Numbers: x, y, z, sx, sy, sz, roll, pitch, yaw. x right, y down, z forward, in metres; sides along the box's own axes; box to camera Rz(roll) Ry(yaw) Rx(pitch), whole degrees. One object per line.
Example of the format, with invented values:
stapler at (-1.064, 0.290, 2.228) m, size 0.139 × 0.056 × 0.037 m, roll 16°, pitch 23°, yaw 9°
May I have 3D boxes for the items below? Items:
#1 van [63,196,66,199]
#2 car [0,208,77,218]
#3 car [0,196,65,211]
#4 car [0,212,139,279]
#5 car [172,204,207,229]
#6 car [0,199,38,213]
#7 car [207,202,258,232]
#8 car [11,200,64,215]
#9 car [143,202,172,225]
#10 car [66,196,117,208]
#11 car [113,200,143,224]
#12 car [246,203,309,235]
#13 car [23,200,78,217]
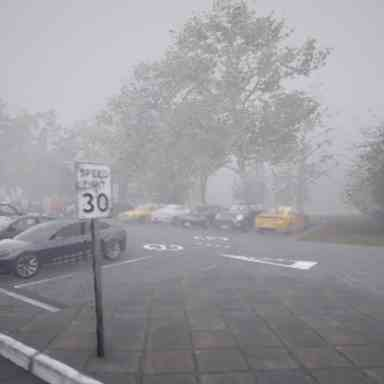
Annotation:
van at (-12.353, 1.374, 33.153) m, size 1.878 × 1.987 × 4.442 m, roll 0°, pitch 0°, yaw 36°
car at (-6.564, 1.624, 12.645) m, size 2.097 × 1.535 × 5.008 m, roll 0°, pitch 0°, yaw 36°
car at (-8.796, 1.370, 14.295) m, size 2.435 × 2.045 × 5.566 m, roll 0°, pitch 0°, yaw 36°
car at (-4.338, 1.657, 10.985) m, size 2.163 × 1.488 × 4.792 m, roll 0°, pitch 0°, yaw 36°
car at (1.108, 1.646, 23.195) m, size 2.163 × 1.488 × 4.792 m, roll 0°, pitch 0°, yaw 36°
car at (-21.276, 1.643, 39.497) m, size 2.097 × 1.535 × 5.008 m, roll -1°, pitch 0°, yaw 36°
car at (3.285, 1.494, 21.690) m, size 2.185 × 1.767 × 4.553 m, roll 0°, pitch 0°, yaw 36°
car at (-16.781, 1.640, 36.262) m, size 2.163 × 1.488 × 4.792 m, roll 0°, pitch 0°, yaw 36°
car at (-1.117, 1.653, 24.845) m, size 2.002 × 1.452 × 4.674 m, roll 0°, pitch 0°, yaw 36°
car at (-7.822, 1.352, 29.754) m, size 2.435 × 2.045 × 5.566 m, roll 0°, pitch 0°, yaw 36°
car at (-3.466, 1.607, 26.325) m, size 1.946 × 1.575 × 5.366 m, roll 0°, pitch 0°, yaw 36°
car at (5.505, 1.623, 20.031) m, size 2.097 × 1.535 × 5.008 m, roll 0°, pitch 0°, yaw 36°
car at (-14.646, 1.632, 34.711) m, size 2.163 × 1.488 × 4.792 m, roll 0°, pitch 0°, yaw 36°
